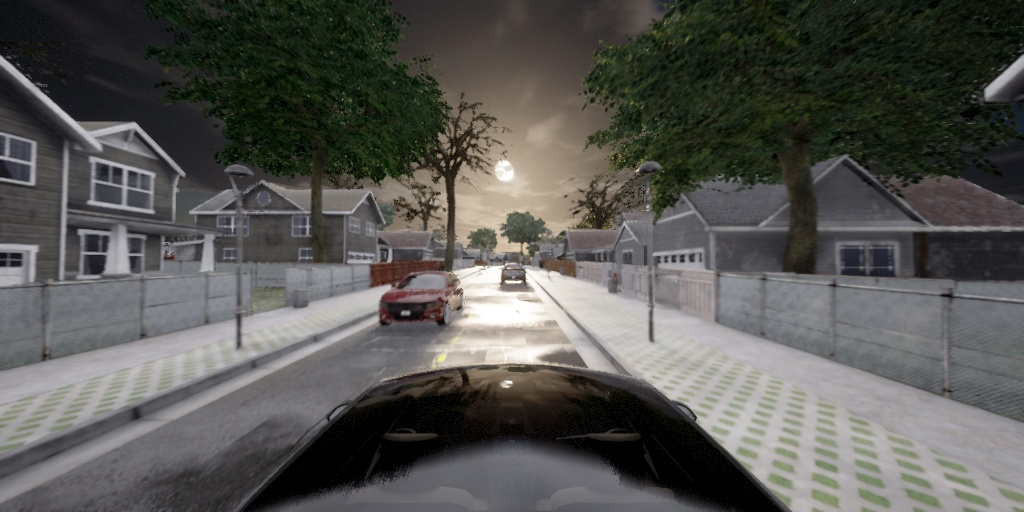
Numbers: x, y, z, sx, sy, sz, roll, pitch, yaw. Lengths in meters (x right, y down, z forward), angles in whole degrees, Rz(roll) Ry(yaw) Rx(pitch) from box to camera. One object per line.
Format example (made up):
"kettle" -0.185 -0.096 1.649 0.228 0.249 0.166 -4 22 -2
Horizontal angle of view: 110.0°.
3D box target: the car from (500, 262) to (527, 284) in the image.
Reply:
"car" 0.118 1.294 27.296 2.128 1.511 4.902 0 0 0

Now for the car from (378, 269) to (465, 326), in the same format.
"car" -2.772 1.240 11.906 1.882 1.535 5.008 0 0 1
